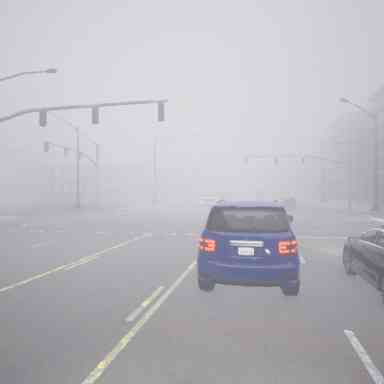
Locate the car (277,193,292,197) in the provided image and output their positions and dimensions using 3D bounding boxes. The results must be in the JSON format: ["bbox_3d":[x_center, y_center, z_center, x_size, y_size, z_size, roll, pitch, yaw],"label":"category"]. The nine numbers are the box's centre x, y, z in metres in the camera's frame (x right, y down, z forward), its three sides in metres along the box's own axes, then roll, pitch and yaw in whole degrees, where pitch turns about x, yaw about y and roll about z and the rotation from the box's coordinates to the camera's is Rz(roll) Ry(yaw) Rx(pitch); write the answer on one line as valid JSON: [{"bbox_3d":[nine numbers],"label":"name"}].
[{"bbox_3d":[13.093,1.344,45.351,2.128,1.511,4.902,0,1,12],"label":"car"}]

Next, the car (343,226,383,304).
[{"bbox_3d":[4.806,1.492,7.432,2.128,1.511,4.902,0,0,11],"label":"car"}]

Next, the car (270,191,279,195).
[{"bbox_3d":[19.995,0.619,80.050,2.097,1.767,4.553,0,1,11],"label":"car"}]

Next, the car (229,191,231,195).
[{"bbox_3d":[6.834,0.741,67.926,2.150,2.045,5.566,0,1,12],"label":"car"}]

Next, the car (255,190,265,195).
[{"bbox_3d":[15.504,0.904,75.469,1.994,1.385,4.181,0,1,11],"label":"car"}]

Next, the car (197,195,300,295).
[{"bbox_3d":[1.544,1.221,8.964,2.150,2.045,5.566,0,0,11],"label":"car"}]

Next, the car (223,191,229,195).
[{"bbox_3d":[4.701,0.926,57.693,2.150,2.045,5.566,0,1,12],"label":"car"}]

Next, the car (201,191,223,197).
[{"bbox_3d":[2.643,1.079,47.512,2.150,2.045,5.566,0,1,11],"label":"car"}]
